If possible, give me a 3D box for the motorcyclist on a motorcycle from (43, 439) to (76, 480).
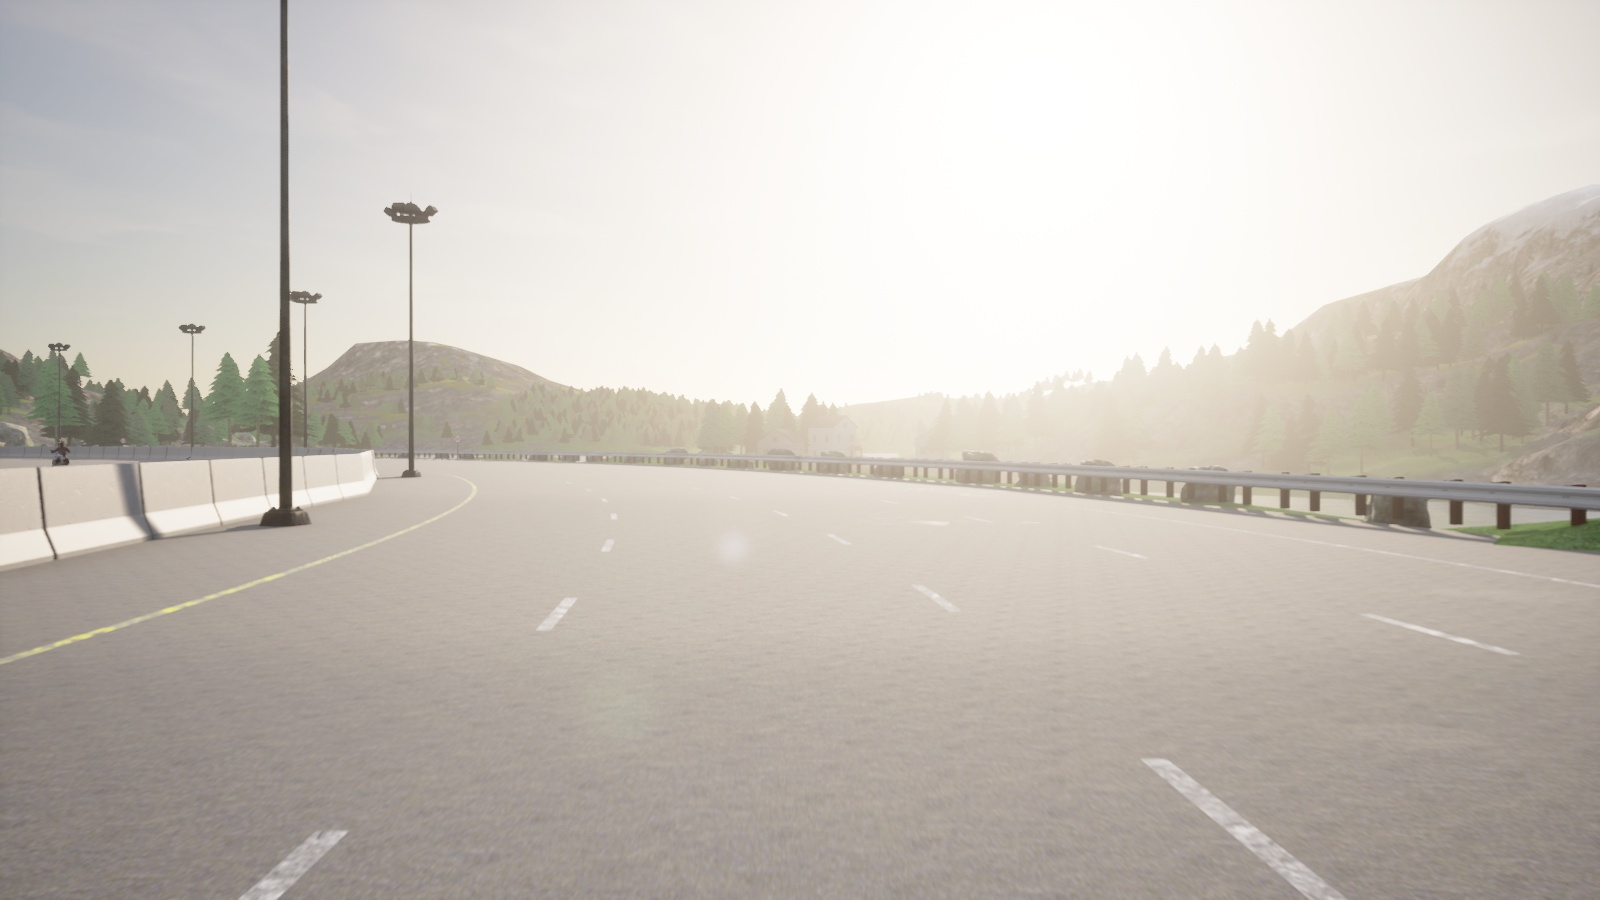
[{"bbox_3d":[-30.729,0.380,52.133,0.766,1.649,2.350,-1,1,-21],"label":"motorcyclist on a motorcycle"}]
